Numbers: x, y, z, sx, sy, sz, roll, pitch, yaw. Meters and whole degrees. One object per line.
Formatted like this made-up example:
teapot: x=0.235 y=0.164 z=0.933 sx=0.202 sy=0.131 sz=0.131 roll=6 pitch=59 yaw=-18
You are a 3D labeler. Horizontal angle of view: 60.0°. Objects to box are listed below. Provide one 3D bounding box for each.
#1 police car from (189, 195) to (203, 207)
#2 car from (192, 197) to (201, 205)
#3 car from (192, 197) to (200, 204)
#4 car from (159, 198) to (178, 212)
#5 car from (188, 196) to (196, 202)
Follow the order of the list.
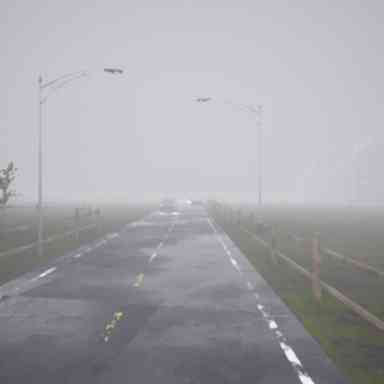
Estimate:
police car: x=0.841 y=1.667 z=55.773 sx=1.930 sy=1.638 sz=5.238 roll=0 pitch=0 yaw=0
car: x=0.844 y=1.808 z=65.662 sx=1.812 sy=1.442 sz=4.674 roll=0 pitch=0 yaw=0
car: x=0.846 y=1.832 z=71.662 sx=1.812 sy=1.442 sz=4.674 roll=0 pitch=0 yaw=0
car: x=-2.823 y=1.531 z=40.917 sx=2.097 sy=1.767 sz=4.553 roll=0 pitch=0 yaw=0
car: x=0.028 y=1.786 z=88.864 sx=2.033 sy=1.411 sz=5.357 roll=0 pitch=0 yaw=0
